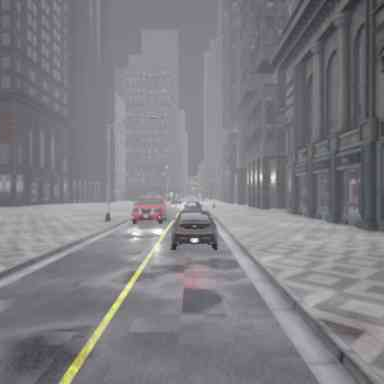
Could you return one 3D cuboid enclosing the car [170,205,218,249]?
[{"bbox_3d":[0.097,1.524,14.634,1.837,1.490,4.892,0,0,0],"label":"car"}]

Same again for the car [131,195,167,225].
[{"bbox_3d":[-3.104,1.273,25.096,2.150,2.045,5.566,0,0,0],"label":"car"}]

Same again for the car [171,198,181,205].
[{"bbox_3d":[-3.021,1.895,65.706,1.994,1.385,4.181,0,-1,0],"label":"car"}]

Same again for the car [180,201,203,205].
[{"bbox_3d":[0.094,1.603,31.883,1.812,1.442,4.674,0,0,0],"label":"car"}]
